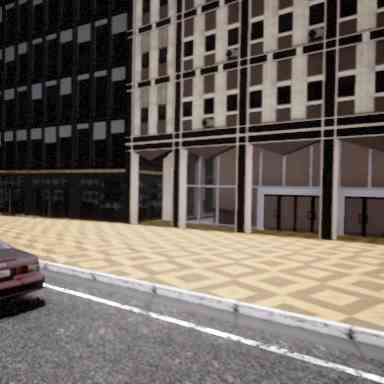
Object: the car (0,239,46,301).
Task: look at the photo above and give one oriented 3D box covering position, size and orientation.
[{"bbox_3d":[-5.495,1.504,7.316,5.357,1.411,2.033,0,0,33],"label":"car"}]
